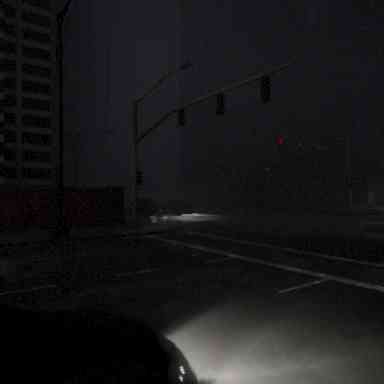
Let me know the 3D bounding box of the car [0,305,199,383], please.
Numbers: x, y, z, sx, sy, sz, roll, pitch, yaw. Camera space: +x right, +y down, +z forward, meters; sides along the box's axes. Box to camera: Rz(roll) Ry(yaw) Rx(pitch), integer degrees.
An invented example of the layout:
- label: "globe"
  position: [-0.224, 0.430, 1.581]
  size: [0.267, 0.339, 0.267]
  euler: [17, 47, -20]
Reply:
- label: "car"
  position: [-1.955, 1.565, 2.401]
  size: [4.181, 1.385, 1.994]
  euler: [0, 0, -35]

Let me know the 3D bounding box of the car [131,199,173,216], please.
- label: "car"
  position: [-4.325, 1.456, 32.725]
  size: [2.128, 1.511, 4.902]
  euler: [0, 0, -36]

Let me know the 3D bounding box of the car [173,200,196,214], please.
- label: "car"
  position: [-1.357, 1.521, 34.594]
  size: [1.994, 1.385, 4.181]
  euler: [0, 0, -36]
